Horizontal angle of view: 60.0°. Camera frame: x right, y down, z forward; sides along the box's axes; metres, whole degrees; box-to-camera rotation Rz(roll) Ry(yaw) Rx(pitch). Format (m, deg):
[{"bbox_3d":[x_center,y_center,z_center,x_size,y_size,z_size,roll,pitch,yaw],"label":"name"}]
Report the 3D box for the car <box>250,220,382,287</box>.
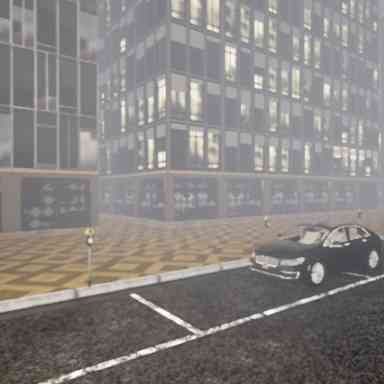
[{"bbox_3d":[3.496,1.491,9.058,4.403,1.369,2.008,-1,1,-36],"label":"car"}]
